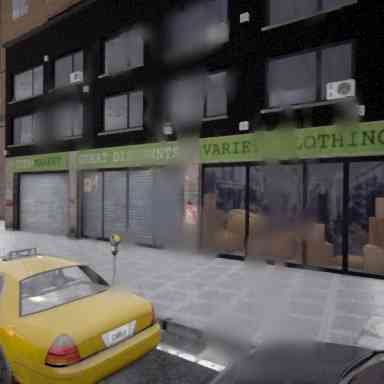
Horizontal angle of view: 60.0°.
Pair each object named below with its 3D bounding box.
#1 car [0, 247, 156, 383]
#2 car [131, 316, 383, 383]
[{"bbox_3d":[-2.675,1.524,5.004,4.829,1.417,1.752,0,1,36],"label":"car"},{"bbox_3d":[2.008,1.551,1.657,4.403,1.369,2.008,0,1,36],"label":"car"}]
